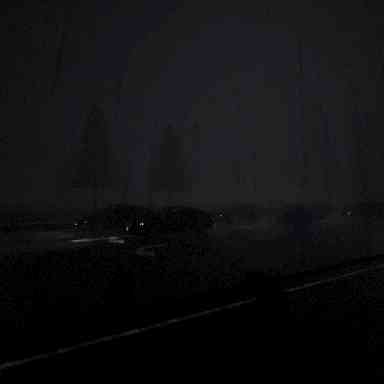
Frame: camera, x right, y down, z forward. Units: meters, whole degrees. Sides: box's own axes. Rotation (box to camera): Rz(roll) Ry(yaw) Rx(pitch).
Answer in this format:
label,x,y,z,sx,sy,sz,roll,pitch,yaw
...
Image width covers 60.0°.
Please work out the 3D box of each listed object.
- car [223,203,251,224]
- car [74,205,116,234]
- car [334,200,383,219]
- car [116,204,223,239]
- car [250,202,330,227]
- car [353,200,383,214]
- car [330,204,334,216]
label,x,y,z,sx,sy,sz,roll,pitch,yaw
car,3.653,1.547,24.987,5.357,1.411,2.033,0,0,-35
car,-4.285,1.505,19.341,4.892,1.490,1.837,0,0,-35
car,14.851,1.491,28.649,4.902,1.511,2.128,0,0,-35
car,-1.092,1.492,17.315,4.902,1.511,2.128,0,0,-35
car,6.851,1.547,22.970,5.357,1.411,2.033,0,0,-35
car,19.654,1.564,36.279,4.181,1.385,1.994,0,0,-35
car,11.446,1.601,30.518,4.718,1.301,1.895,0,0,-35
